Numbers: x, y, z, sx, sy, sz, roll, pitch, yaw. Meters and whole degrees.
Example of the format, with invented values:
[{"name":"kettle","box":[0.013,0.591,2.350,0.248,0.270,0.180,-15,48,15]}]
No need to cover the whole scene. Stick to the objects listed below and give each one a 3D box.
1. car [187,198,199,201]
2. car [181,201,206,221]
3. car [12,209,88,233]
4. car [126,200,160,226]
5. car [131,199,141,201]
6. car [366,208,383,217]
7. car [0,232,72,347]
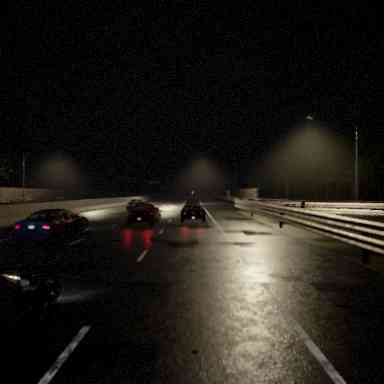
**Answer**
[{"name":"car","box":[0.095,1.554,42.932,1.882,1.535,5.008,0,0,0]},{"name":"car","box":[0.097,1.629,27.032,1.895,1.301,4.718,0,0,0]},{"name":"car","box":[-6.902,1.558,16.799,2.033,1.411,5.357,0,0,0]},{"name":"car","box":[-3.402,1.547,23.788,1.812,1.442,4.674,0,0,0]},{"name":"car","box":[-6.904,1.618,41.555,2.033,1.411,5.357,0,0,0]},{"name":"car","box":[17.745,1.545,29.301,1.837,1.490,4.892,1,-2,-21]},{"name":"car","box":[-3.401,1.548,3.888,2.033,1.411,5.357,0,0,0]}]
